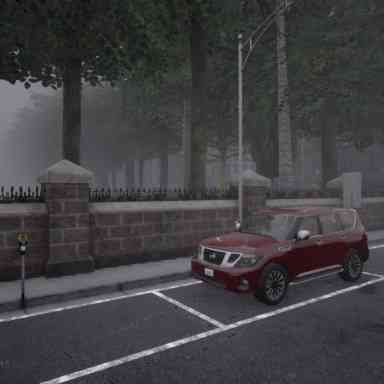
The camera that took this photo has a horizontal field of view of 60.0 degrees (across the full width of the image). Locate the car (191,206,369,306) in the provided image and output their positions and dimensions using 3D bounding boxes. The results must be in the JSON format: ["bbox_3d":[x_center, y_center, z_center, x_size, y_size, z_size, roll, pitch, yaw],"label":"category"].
[{"bbox_3d":[2.393,1.314,8.238,5.009,1.841,2.192,0,0,-35],"label":"car"}]
